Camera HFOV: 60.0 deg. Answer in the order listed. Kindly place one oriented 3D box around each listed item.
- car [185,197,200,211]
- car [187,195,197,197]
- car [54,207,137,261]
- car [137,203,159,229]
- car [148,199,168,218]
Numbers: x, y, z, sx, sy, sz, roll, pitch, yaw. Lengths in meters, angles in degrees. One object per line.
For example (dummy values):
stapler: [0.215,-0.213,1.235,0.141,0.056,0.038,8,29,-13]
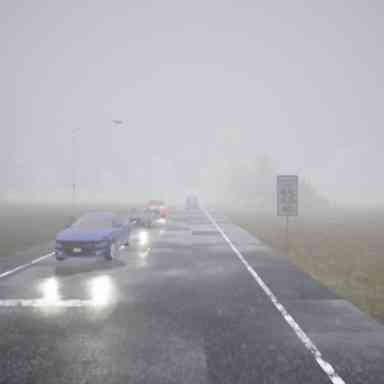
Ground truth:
car: [0.074,1.804,44.547,2.033,1.411,5.357,0,0,0]
car: [-0.013,1.530,55.202,2.150,2.045,5.566,0,0,0]
car: [-3.606,1.559,12.897,1.882,1.535,5.008,0,0,0]
car: [-3.601,1.703,22.790,1.994,1.385,4.181,0,0,-1]
car: [-3.553,1.548,32.817,2.097,1.767,4.553,0,0,1]
